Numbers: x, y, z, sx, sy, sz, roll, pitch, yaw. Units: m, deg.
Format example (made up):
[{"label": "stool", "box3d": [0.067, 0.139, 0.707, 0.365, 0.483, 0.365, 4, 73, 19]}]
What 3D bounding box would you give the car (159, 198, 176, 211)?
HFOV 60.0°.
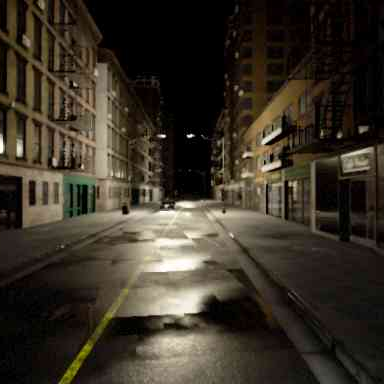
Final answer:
[{"label": "car", "box3d": [-3.024, 1.537, 42.141, 2.128, 1.511, 4.902, 0, 0, 0]}]
